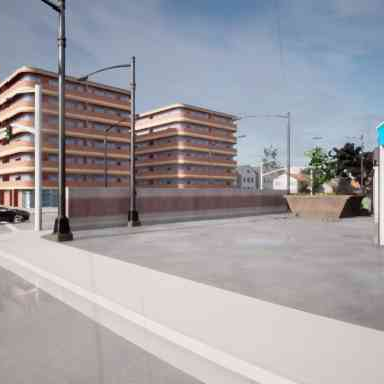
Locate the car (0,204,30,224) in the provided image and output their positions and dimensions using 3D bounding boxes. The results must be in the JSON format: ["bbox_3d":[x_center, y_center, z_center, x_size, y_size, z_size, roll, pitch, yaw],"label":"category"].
[{"bbox_3d":[-13.768,1.497,22.797,4.892,1.490,1.837,1,0,-45],"label":"car"}]
